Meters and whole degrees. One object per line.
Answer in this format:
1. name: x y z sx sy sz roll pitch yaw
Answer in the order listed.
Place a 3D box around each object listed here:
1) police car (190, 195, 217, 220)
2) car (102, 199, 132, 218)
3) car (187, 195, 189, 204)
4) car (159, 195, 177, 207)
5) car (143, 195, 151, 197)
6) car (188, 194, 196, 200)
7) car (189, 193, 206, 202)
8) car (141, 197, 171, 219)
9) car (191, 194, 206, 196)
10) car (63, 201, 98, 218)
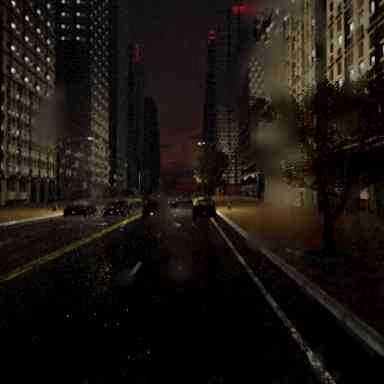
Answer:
1. police car: 0.971 1.366 27.582 1.930 1.638 5.238 0 0 0
2. car: -6.598 1.441 29.678 1.837 1.490 4.892 0 0 0
3. car: -0.008 1.473 62.350 1.895 1.301 4.718 0 0 0
4. car: -3.157 1.445 47.882 2.033 1.411 5.357 0 0 0
5. car: -9.759 1.354 72.021 2.033 1.411 5.357 0 0 0
6. car: -0.010 1.170 80.457 1.882 1.535 5.008 0 0 0
7. car: 0.969 1.132 43.505 2.150 2.045 5.566 0 0 0
8. car: -3.154 1.445 28.537 1.837 1.490 4.892 0 0 0
9. car: 0.970 1.375 37.664 1.801 1.575 5.366 0 0 0
10. car: -9.848 1.500 29.552 1.994 1.385 4.181 0 0 0
